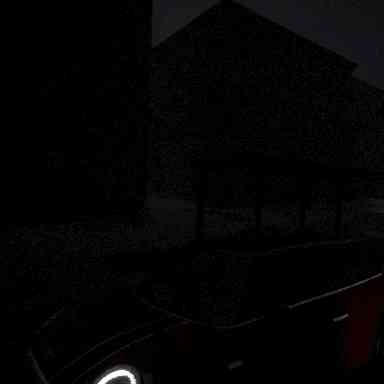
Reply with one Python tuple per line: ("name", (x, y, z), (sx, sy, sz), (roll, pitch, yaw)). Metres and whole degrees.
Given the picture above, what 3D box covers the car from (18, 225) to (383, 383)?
("car", (0.515, 1.352, 3.913), (4.553, 1.767, 2.097), (0, 0, -36))
